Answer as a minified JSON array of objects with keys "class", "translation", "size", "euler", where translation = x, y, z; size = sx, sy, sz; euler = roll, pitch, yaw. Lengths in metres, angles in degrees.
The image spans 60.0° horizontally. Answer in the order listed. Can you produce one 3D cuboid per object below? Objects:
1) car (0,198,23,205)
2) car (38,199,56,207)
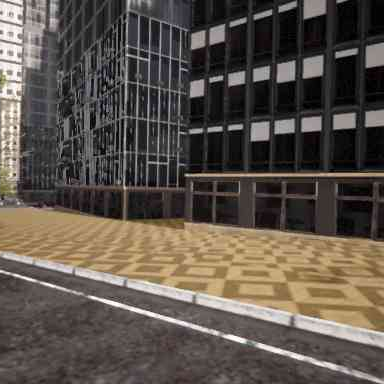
[{"class":"car","translation":[-33.784,1.744,61.806],"size":[4.403,1.369,2.008],"euler":[1,1,-34]},{"class":"car","translation":[-24.658,1.982,58.504],"size":[4.507,1.381,1.887],"euler":[1,1,-34]}]
